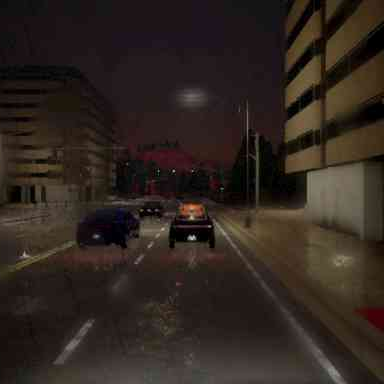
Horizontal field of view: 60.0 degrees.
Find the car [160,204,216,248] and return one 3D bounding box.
[{"bbox_3d":[0.000,1.493,14.650,2.128,1.511,4.902,0,0,0],"label":"car"}]

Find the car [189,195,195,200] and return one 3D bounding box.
[{"bbox_3d":[0.000,1.448,88.653,1.812,1.442,4.674,0,0,0],"label":"car"}]

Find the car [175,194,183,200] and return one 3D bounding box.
[{"bbox_3d":[-3.500,1.391,88.371,1.882,1.535,5.008,0,0,0],"label":"car"}]

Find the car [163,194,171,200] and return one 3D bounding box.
[{"bbox_3d":[-7.000,1.424,93.524,1.882,1.535,5.008,0,0,0],"label":"car"}]

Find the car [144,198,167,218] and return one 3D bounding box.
[{"bbox_3d":[-3.500,1.561,29.650,2.033,1.411,5.357,0,0,0],"label":"car"}]

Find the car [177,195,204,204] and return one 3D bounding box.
[{"bbox_3d":[0.000,1.364,29.620,2.097,1.767,4.553,0,0,0],"label":"car"}]

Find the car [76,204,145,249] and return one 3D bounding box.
[{"bbox_3d":[-3.500,1.483,14.650,1.882,1.535,5.008,0,0,0],"label":"car"}]
